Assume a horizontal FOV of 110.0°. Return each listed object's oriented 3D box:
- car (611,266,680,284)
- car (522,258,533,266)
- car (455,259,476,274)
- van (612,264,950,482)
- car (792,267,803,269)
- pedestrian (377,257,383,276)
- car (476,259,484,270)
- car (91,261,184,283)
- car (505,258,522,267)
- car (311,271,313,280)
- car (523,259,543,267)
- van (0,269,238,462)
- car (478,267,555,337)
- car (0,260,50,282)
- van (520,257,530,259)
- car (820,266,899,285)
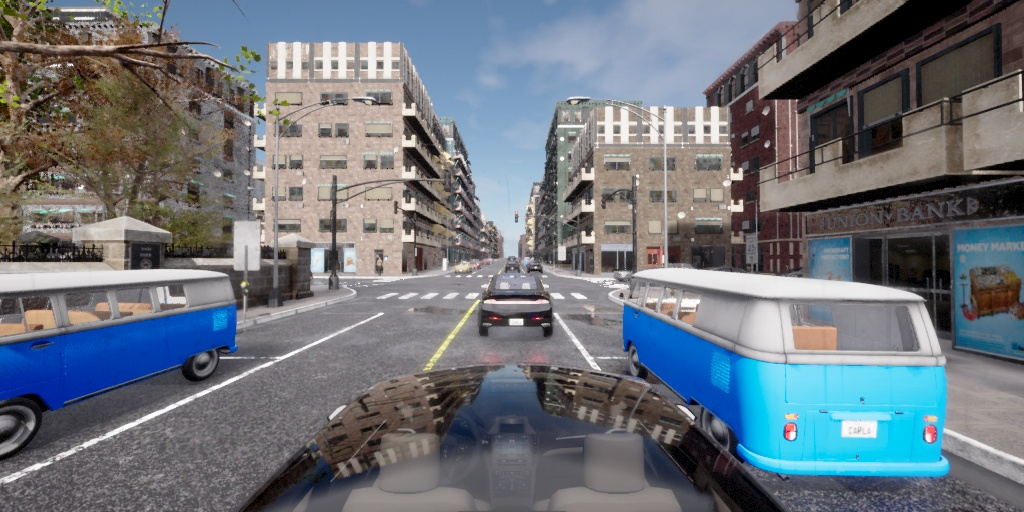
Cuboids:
[{"bbox_3d":[10.329,1.451,27.989,4.718,1.301,1.895,0,-1,-3],"label":"car"},{"bbox_3d":[2.681,1.318,48.193,2.007,1.370,4.403,0,0,0],"label":"car"},{"bbox_3d":[-5.698,1.291,42.378,1.751,1.417,4.829,0,0,0],"label":"car"},{"bbox_3d":[2.658,1.092,4.603,1.690,1.789,3.998,0,0,0],"label":"van"},{"bbox_3d":[24.906,1.548,30.589,4.313,1.339,1.948,0,0,1],"label":"car"},{"bbox_3d":[-12.546,0.969,33.989,0.375,1.860,0.375,0,-1,1],"label":"pedestrian"},{"bbox_3d":[-5.701,1.210,53.833,1.967,1.591,4.097,0,0,0],"label":"car"},{"bbox_3d":[-26.419,1.120,25.409,4.674,1.442,1.812,0,-1,1],"label":"car"},{"bbox_3d":[0.063,1.292,46.155,1.812,1.442,4.674,0,0,0],"label":"car"},{"bbox_3d":[-16.593,1.000,25.296,4.553,1.767,2.097,0,-1,1],"label":"car"},{"bbox_3d":[2.682,1.331,42.550,1.948,1.339,4.313,0,0,0],"label":"car"},{"bbox_3d":[-5.657,1.092,4.603,1.690,1.789,3.998,0,0,0],"label":"van"},{"bbox_3d":[0.098,1.244,10.332,2.128,1.511,4.902,0,0,0],"label":"car"},{"bbox_3d":[-36.517,1.045,25.534,4.892,1.490,1.837,0,-1,1],"label":"car"},{"bbox_3d":[2.679,1.114,59.477,1.690,1.789,3.998,0,0,0],"label":"van"},{"bbox_3d":[27.000,1.512,27.986,4.181,1.385,1.994,0,-1,0],"label":"car"}]
